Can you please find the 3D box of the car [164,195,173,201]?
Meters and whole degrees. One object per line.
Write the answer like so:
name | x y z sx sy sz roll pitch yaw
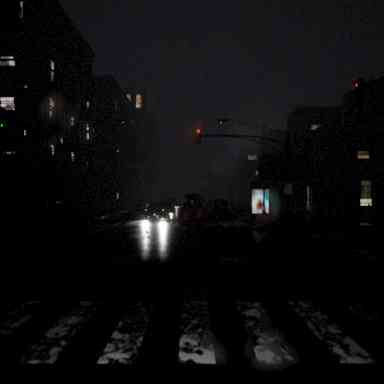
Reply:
car | -5.836 1.570 82.925 1.752 1.417 4.829 -1 0 0

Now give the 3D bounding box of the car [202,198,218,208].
car | 2.602 1.558 48.943 2.008 1.369 4.403 0 0 0

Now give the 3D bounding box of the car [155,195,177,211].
car | -3.165 1.479 40.233 1.882 1.535 5.008 0 0 0

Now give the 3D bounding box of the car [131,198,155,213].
car | -5.759 1.551 37.523 2.008 1.369 4.403 0 0 0

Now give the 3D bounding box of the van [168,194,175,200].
van | -5.858 1.405 94.489 1.690 1.788 3.998 -1 0 0

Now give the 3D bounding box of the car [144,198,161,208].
car | -5.778 1.558 48.916 2.008 1.369 4.403 0 0 0

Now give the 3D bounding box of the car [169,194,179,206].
car | -3.175 1.510 53.504 1.837 1.490 4.892 0 2 0

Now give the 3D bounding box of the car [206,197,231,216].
car | 2.630 1.437 31.852 1.967 1.590 4.097 0 0 0

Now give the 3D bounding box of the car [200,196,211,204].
car | 2.573 1.573 66.033 2.008 1.369 4.403 -1 0 0

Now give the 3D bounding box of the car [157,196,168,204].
car | -5.807 1.548 65.836 1.752 1.417 4.829 0 0 0

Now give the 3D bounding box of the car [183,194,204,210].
car | 0.042 1.224 41.961 2.150 2.045 5.566 0 0 0

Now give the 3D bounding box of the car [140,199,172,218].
car | -3.149 1.597 30.133 1.895 1.301 4.718 0 0 0

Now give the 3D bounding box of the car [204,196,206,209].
car | 2.612 1.585 43.246 1.802 1.307 4.206 0 0 0

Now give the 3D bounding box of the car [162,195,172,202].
car | -5.828 1.477 77.398 1.967 1.590 4.097 0 0 0
